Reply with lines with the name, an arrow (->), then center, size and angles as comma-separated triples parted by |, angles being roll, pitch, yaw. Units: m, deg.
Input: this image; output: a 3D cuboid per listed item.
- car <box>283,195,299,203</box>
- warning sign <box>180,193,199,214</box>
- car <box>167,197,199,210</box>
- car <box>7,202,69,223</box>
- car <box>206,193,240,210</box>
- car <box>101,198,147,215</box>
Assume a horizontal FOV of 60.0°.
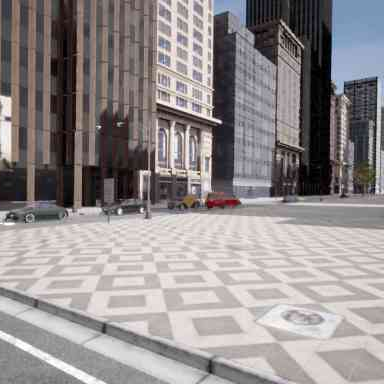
car -> 18.273, 1.330, 61.379 | 1.994, 1.385, 4.181 | 1, 1, 35
warning sign -> -0.243, 1.077, 30.668 | 1.300, 1.860, 1.060 | 1, 1, 35
car -> -0.989, 1.340, 39.681 | 1.837, 1.490, 4.892 | 1, 1, 35
car -> -11.447, 1.470, 24.911 | 1.994, 1.385, 4.181 | 1, 1, 35
car -> 3.839, 1.096, 40.963 | 2.150, 2.045, 5.566 | 1, 1, 35
car -> -6.436, 1.377, 31.988 | 1.837, 1.490, 4.892 | 1, 1, 35
